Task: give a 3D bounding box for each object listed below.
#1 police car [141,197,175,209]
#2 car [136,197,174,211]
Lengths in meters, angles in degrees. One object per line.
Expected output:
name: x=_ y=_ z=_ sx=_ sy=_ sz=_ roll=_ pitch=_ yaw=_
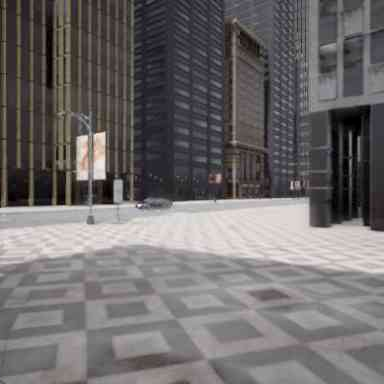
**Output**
police car: x=-4.872 y=1.535 z=48.183 sx=2.038 sy=1.542 sz=4.974 roll=0 pitch=0 yaw=36
car: x=-5.023 y=1.522 z=42.554 sx=2.128 sy=1.511 sz=4.902 roll=0 pitch=0 yaw=36
